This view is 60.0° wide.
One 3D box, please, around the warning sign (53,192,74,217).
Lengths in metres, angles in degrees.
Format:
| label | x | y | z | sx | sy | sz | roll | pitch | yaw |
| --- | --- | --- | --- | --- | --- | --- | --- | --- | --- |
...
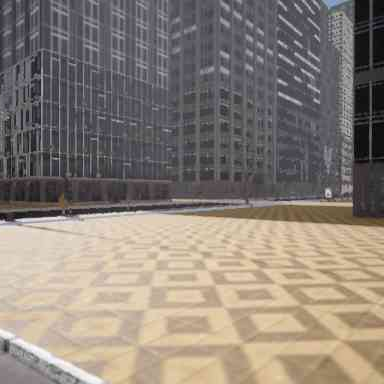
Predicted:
| label | x | y | z | sx | sy | sz | roll | pitch | yaw |
| --- | --- | --- | --- | --- | --- | --- | --- | --- | --- |
| warning sign | -9.899 | 0.962 | 25.659 | 1.300 | 1.860 | 1.060 | 0 | 0 | 42 |

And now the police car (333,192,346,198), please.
| label | x | y | z | sx | sy | sz | roll | pitch | yaw |
| --- | --- | --- | --- | --- | --- | --- | --- | --- | --- |
| police car | 36.794 | 0.691 | 84.630 | 1.930 | 1.638 | 5.238 | 0 | 1 | 42 |
